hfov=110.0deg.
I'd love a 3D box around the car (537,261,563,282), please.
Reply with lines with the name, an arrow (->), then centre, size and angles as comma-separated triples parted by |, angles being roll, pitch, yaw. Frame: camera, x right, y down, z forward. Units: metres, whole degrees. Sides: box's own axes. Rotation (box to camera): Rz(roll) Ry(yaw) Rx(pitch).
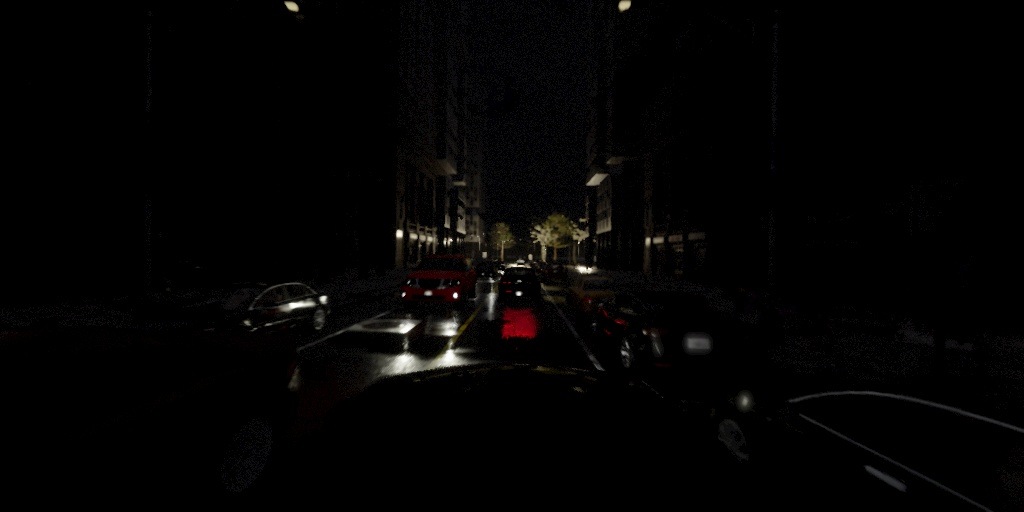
car -> 3.444, 1.275, 30.145 | 1.967, 1.591, 4.097 | 0, 0, 1

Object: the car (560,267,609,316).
car -> 3.011, 1.323, 13.315 | 1.751, 1.417, 4.829 | 0, 0, 1

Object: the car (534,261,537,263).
car -> 3.735, 1.458, 41.480 | 1.802, 1.307, 4.207 | 0, 0, 1

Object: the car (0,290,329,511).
car -> -3.149, 1.182, 1.556 | 1.882, 1.535, 5.008 | 1, 0, 3

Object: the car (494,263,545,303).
car -> 0.351, 1.268, 16.911 | 1.837, 1.490, 4.892 | 1, 0, 1

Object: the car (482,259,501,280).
car -> -2.312, 1.260, 31.795 | 1.837, 1.490, 4.892 | 1, -1, 2

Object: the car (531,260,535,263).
car -> 3.881, 1.449, 47.148 | 2.007, 1.370, 4.403 | 0, 0, 1

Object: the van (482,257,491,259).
van -> -4.495, 1.137, 53.065 | 1.690, 1.789, 3.998 | 0, 0, 1

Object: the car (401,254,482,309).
car -> -2.791, 0.936, 15.048 | 2.150, 2.045, 5.566 | 1, 0, 2

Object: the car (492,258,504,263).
car -> -1.846, 1.372, 48.170 | 1.837, 1.490, 4.892 | 1, 0, 1

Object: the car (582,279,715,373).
car -> 2.861, 1.358, 7.480 | 1.948, 1.339, 4.313 | 0, 0, 1

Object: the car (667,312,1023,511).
car -> 2.715, 1.342, 1.812 | 2.007, 1.370, 4.403 | 0, 0, 1

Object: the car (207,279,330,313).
car -> -5.659, 1.216, 7.730 | 2.007, 1.370, 4.403 | 0, 0, 1
